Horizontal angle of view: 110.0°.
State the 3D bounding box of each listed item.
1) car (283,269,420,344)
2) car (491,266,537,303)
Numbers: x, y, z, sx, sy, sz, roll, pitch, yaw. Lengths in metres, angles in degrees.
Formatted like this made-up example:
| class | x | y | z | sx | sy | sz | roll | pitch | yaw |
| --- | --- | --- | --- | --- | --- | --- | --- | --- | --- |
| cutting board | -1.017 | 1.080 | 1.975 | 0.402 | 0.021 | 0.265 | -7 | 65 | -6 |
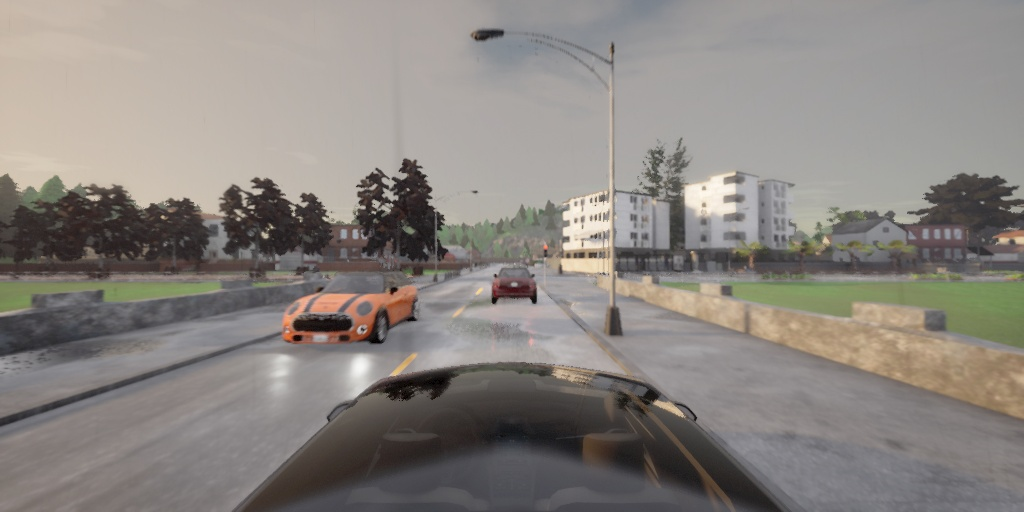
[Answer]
| class | x | y | z | sx | sy | sz | roll | pitch | yaw |
| --- | --- | --- | --- | --- | --- | --- | --- | --- | --- |
| car | -4.087 | 1.193 | 9.910 | 2.097 | 1.767 | 4.553 | 0 | -1 | 0 |
| car | 0.100 | 1.283 | 17.933 | 2.097 | 1.767 | 4.553 | 0 | -1 | 0 |
